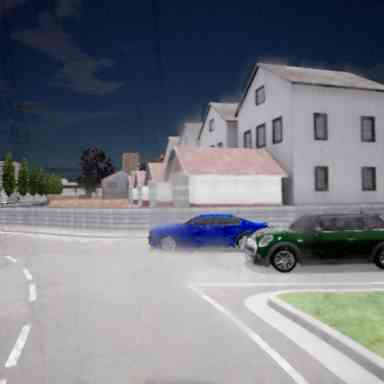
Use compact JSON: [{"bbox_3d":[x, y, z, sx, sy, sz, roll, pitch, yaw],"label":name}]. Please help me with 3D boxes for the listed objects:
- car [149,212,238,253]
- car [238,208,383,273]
[{"bbox_3d":[0.707,1.608,13.895,5.008,1.535,1.882,-1,0,1],"label":"car"},{"bbox_3d":[3.981,1.405,10.464,4.553,1.767,2.097,-1,-1,-2],"label":"car"}]
